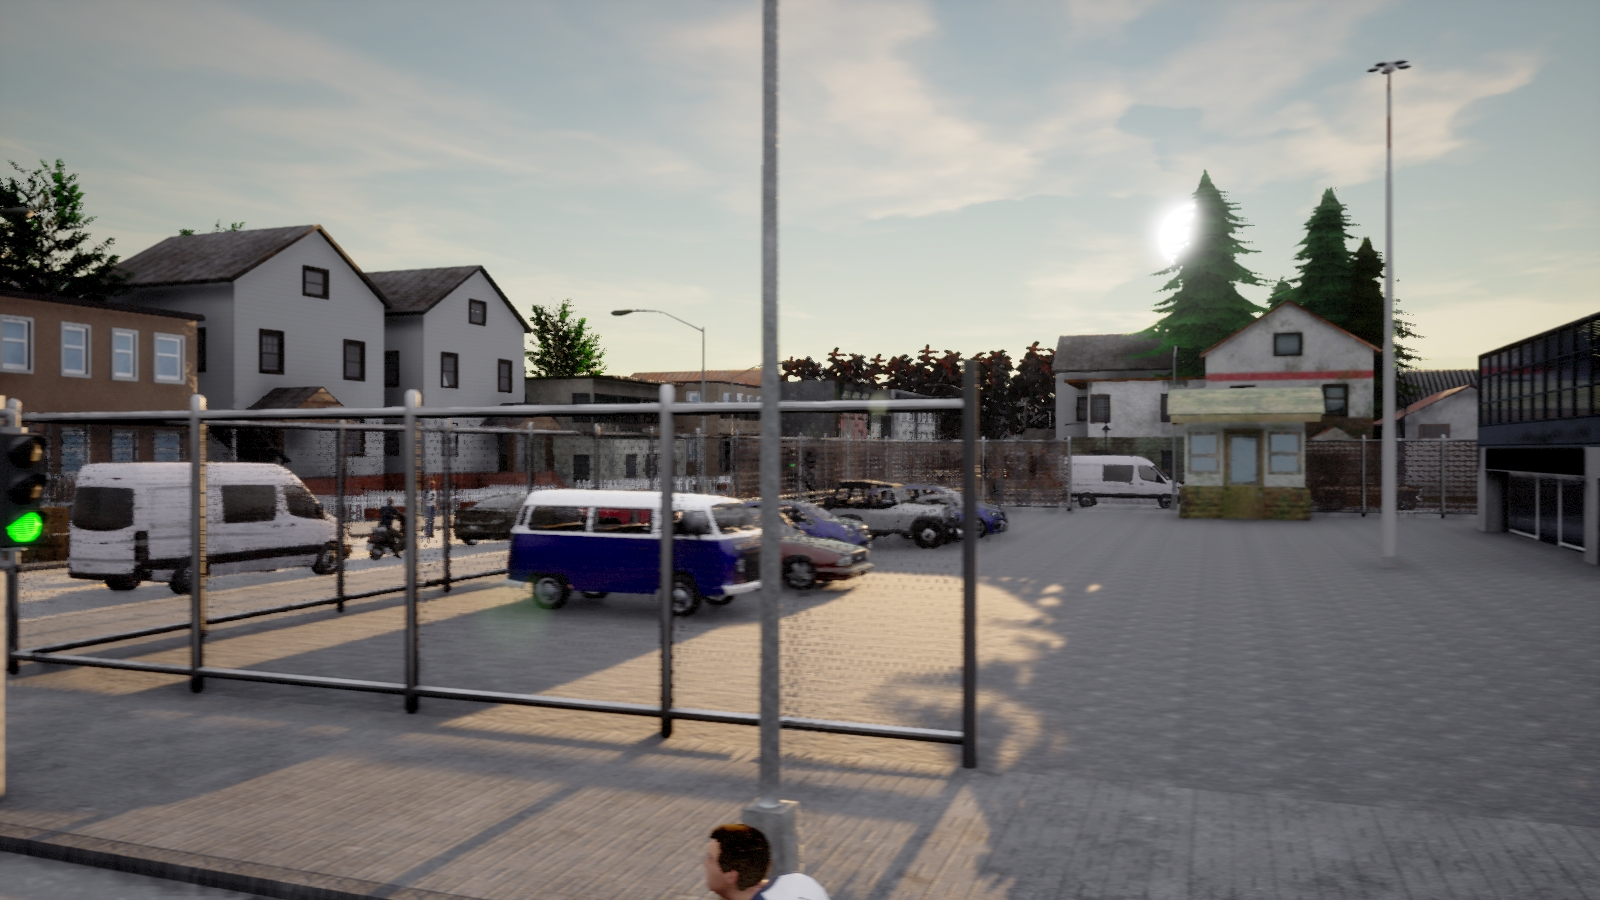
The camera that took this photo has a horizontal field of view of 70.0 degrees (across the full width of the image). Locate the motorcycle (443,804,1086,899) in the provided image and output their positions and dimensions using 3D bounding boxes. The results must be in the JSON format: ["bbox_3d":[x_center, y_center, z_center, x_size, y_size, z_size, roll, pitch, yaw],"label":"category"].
[{"bbox_3d":[-0.109,1.992,3.890,2.033,1.145,0.803,-1,0,20],"label":"motorcycle"}]

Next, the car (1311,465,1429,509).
[{"bbox_3d":[25.644,1.644,51.617,4.605,1.855,1.932,0,0,21],"label":"car"}]

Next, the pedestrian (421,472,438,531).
[{"bbox_3d":[-11.751,1.629,36.234,0.375,1.860,0.375,0,0,30],"label":"pedestrian"}]

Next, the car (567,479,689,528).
[{"bbox_3d":[-6.029,1.842,40.715,2.231,1.480,4.892,0,0,20],"label":"car"}]

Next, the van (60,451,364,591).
[{"bbox_3d":[-12.064,1.314,24.078,1.988,2.561,5.915,0,0,20],"label":"van"}]
